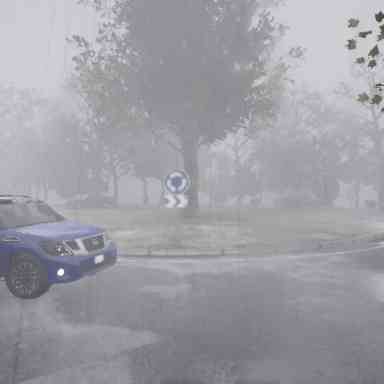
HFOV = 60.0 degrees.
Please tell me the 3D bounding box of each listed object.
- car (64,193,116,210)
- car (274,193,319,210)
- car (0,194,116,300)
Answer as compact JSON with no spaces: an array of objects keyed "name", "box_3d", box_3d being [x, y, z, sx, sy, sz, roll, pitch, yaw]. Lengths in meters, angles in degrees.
[{"name":"car","box_3d":[-11.000,0.987,35.960,5.008,1.535,1.882,-2,2,-38]},{"name":"car","box_3d":[10.843,0.839,34.898,2.097,1.767,4.553,-1,1,-41]},{"name":"car","box_3d":[-4.648,1.114,8.159,5.566,2.045,2.150,0,1,19]}]
